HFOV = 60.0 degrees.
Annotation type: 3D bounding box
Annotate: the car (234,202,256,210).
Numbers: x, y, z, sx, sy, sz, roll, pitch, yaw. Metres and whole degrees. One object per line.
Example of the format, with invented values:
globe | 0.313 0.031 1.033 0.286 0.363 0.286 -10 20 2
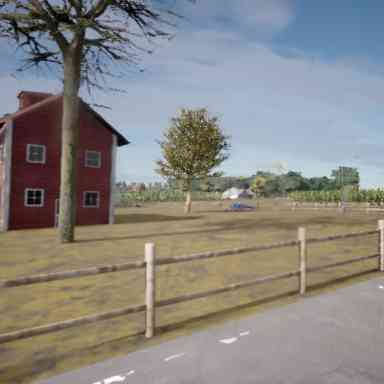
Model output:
car | 10.313 2.756 64.901 1.882 1.535 5.008 3 -3 -35
